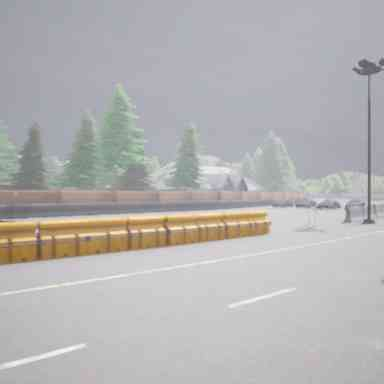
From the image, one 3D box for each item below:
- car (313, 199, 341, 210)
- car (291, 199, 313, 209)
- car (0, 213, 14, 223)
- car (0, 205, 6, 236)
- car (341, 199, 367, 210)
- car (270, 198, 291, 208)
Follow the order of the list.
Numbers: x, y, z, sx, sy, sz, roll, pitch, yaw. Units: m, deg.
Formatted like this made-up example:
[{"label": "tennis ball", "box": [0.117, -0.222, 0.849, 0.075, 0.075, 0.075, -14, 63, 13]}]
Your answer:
[{"label": "car", "box": [18.984, 1.687, 45.743, 2.033, 1.411, 5.357, 0, 0, 40]}, {"label": "car", "box": [16.887, 1.688, 48.689, 2.033, 1.411, 5.357, 0, 0, 40]}, {"label": "car", "box": [-10.014, 1.607, 14.089, 4.718, 1.301, 1.895, 0, 0, -36]}, {"label": "car", "box": [-12.360, 1.483, 16.729, 5.008, 1.535, 1.882, 1, 0, -36]}, {"label": "car", "box": [21.382, 1.644, 43.214, 1.837, 1.490, 4.892, 0, 0, 39]}, {"label": "car", "box": [13.893, 1.685, 50.532, 2.033, 1.411, 5.357, 0, 0, 40]}]
